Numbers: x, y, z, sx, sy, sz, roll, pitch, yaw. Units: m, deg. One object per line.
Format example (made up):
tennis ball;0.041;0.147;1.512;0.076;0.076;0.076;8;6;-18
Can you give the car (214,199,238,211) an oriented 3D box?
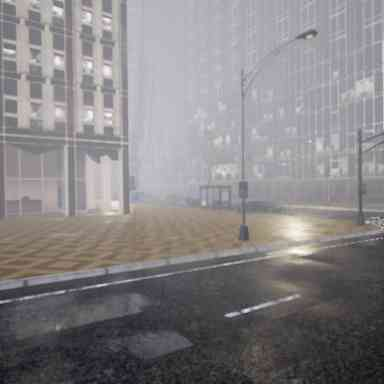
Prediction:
car;3.947;1.389;37.291;1.802;1.307;4.206;0;1;-34

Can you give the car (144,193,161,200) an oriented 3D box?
car;-8.288;0.936;70.232;1.802;1.307;4.206;0;1;-34

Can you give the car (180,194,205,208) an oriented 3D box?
car;0.788;1.320;42.015;1.947;1.339;4.313;0;1;-34

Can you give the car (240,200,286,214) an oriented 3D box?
car;7.141;1.425;32.587;1.947;1.339;4.313;0;1;-34

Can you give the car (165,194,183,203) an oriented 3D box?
car;-2.927;1.013;57.786;2.128;1.511;4.902;-1;1;-34

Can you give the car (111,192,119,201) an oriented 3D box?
car;-15.206;1.039;65.503;2.008;1.369;4.403;0;1;-34

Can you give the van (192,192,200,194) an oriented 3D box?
van;1.335;0.856;56.152;1.690;1.788;3.998;0;1;-34

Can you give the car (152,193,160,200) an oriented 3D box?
car;-8.975;0.925;66.632;1.837;1.490;4.892;-1;1;-34

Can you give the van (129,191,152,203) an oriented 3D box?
van;-8.790;0.938;56.117;1.690;1.788;3.998;0;1;-34

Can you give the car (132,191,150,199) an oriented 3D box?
car;-11.496;0.615;74.920;2.192;1.841;5.009;0;1;-34

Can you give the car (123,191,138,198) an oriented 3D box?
car;-14.704;0.686;79.613;1.967;1.590;4.097;0;1;-34

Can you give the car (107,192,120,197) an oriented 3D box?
car;-21.118;0.688;88.998;2.008;1.369;4.403;0;1;-34

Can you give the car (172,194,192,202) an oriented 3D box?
car;-1.872;1.044;60.847;1.802;1.307;4.206;0;1;-34
